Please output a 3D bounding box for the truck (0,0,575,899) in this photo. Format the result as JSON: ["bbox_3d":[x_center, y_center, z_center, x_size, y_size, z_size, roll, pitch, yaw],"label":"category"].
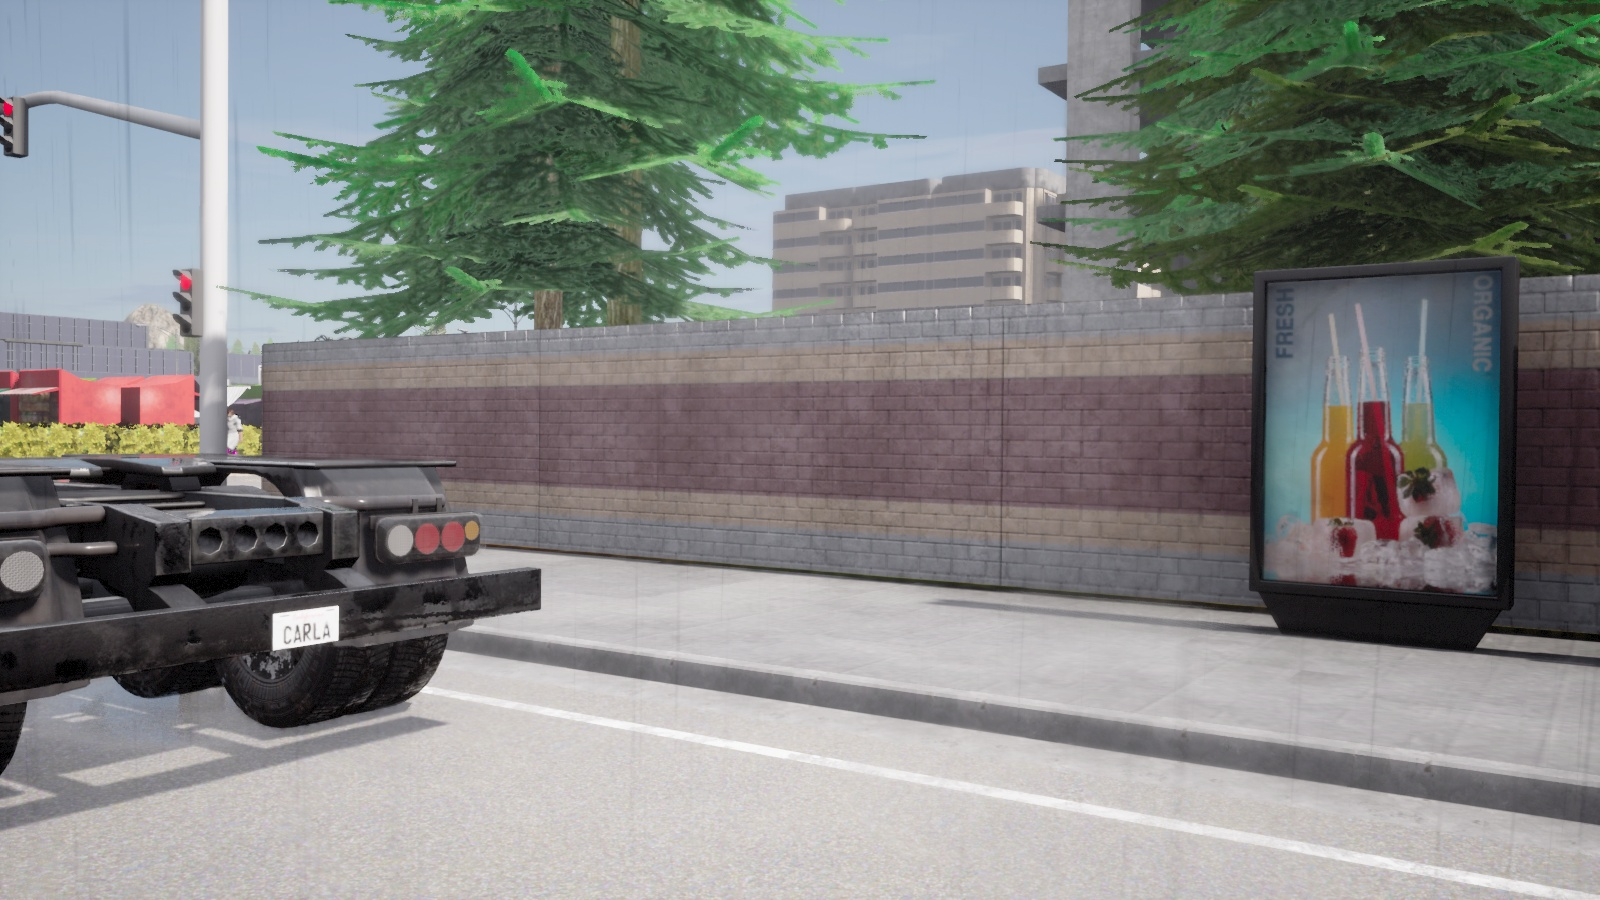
[{"bbox_3d":[-5.216,-0.300,7.067,7.936,3.462,2.891,0,1,34],"label":"truck"}]

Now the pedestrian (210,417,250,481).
[{"bbox_3d":[-17.385,-0.036,38.326,0.659,1.952,0.873,0,1,33],"label":"pedestrian"}]
